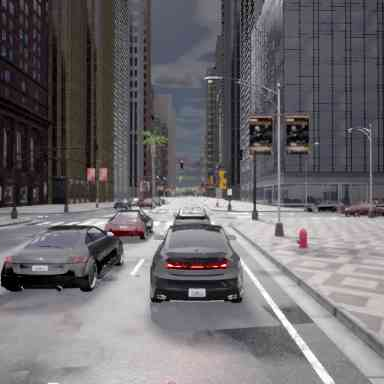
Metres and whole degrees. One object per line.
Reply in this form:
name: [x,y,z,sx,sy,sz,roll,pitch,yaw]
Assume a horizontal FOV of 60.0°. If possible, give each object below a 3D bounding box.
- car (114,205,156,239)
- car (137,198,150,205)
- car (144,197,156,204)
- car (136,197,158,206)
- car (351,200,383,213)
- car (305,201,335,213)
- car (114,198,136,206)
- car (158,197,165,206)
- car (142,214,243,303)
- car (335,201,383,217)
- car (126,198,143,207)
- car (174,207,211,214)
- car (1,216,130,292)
car: [-3.177,1.602,17.396,1.994,1.385,4.181,0,0,0]
car: [-9.862,1.927,67.764,1.994,1.385,4.181,0,0,1]
car: [-9.875,1.990,78.358,2.033,1.411,5.357,0,0,0]
car: [-6.675,1.709,50.053,1.882,1.535,5.008,0,0,0]
car: [20.765,1.644,37.888,4.313,1.339,1.947,0,0,-1]
car: [15.125,1.663,37.791,4.313,1.339,1.947,0,0,-1]
car: [-9.926,1.768,48.323,2.033,1.411,5.357,0,0,0]
car: [-6.665,1.655,60.091,2.097,1.767,4.553,0,0,0]
car: [0.088,1.515,8.222,1.837,1.490,4.892,0,0,0]
car: [15.269,1.577,29.268,4.206,1.307,1.802,0,0,-1]
car: [-9.924,1.778,57.878,2.128,1.511,4.902,0,0,0]
car: [0.022,1.530,17.543,2.128,1.511,4.902,0,0,0]
car: [-3.170,1.576,8.997,1.994,1.385,4.181,0,0,1]
